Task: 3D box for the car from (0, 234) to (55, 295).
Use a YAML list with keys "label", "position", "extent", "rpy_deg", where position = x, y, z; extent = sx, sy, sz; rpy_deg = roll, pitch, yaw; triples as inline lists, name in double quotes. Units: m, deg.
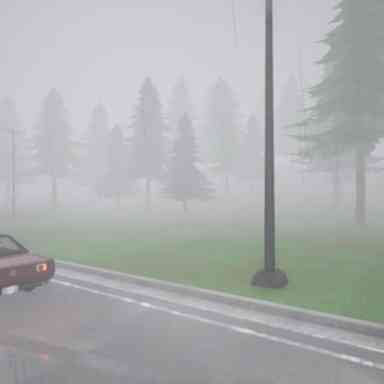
- label: "car"
  position: [-5.347, 1.628, 7.778]
  extent: [4.718, 1.301, 1.895]
  rpy_deg: [0, 0, 35]
